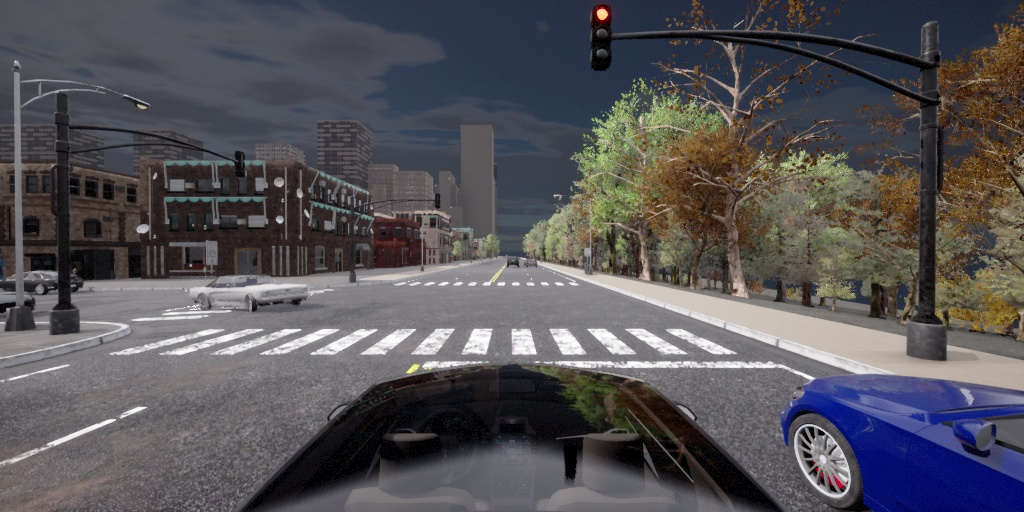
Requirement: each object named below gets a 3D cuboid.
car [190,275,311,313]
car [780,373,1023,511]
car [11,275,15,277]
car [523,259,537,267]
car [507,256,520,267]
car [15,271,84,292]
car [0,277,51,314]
[{"bbox_3d":[-10.249,1.403,14.063,4.718,1.301,1.895,-2,0,24],"label":"car"},{"bbox_3d":[3.346,1.276,1.343,1.812,1.442,4.674,0,0,2],"label":"car"},{"bbox_3d":[-25.070,1.595,15.506,4.181,1.385,1.994,-1,1,0],"label":"car"},{"bbox_3d":[3.470,1.216,63.887,2.128,1.511,4.902,0,0,0],"label":"car"},{"bbox_3d":[0.218,0.946,63.727,2.150,2.045,5.566,0,0,1],"label":"car"},{"bbox_3d":[-28.242,1.559,21.313,4.403,1.370,2.007,0,0,0],"label":"car"},{"bbox_3d":[-19.926,1.565,12.784,4.313,1.339,1.948,0,0,0],"label":"car"}]
